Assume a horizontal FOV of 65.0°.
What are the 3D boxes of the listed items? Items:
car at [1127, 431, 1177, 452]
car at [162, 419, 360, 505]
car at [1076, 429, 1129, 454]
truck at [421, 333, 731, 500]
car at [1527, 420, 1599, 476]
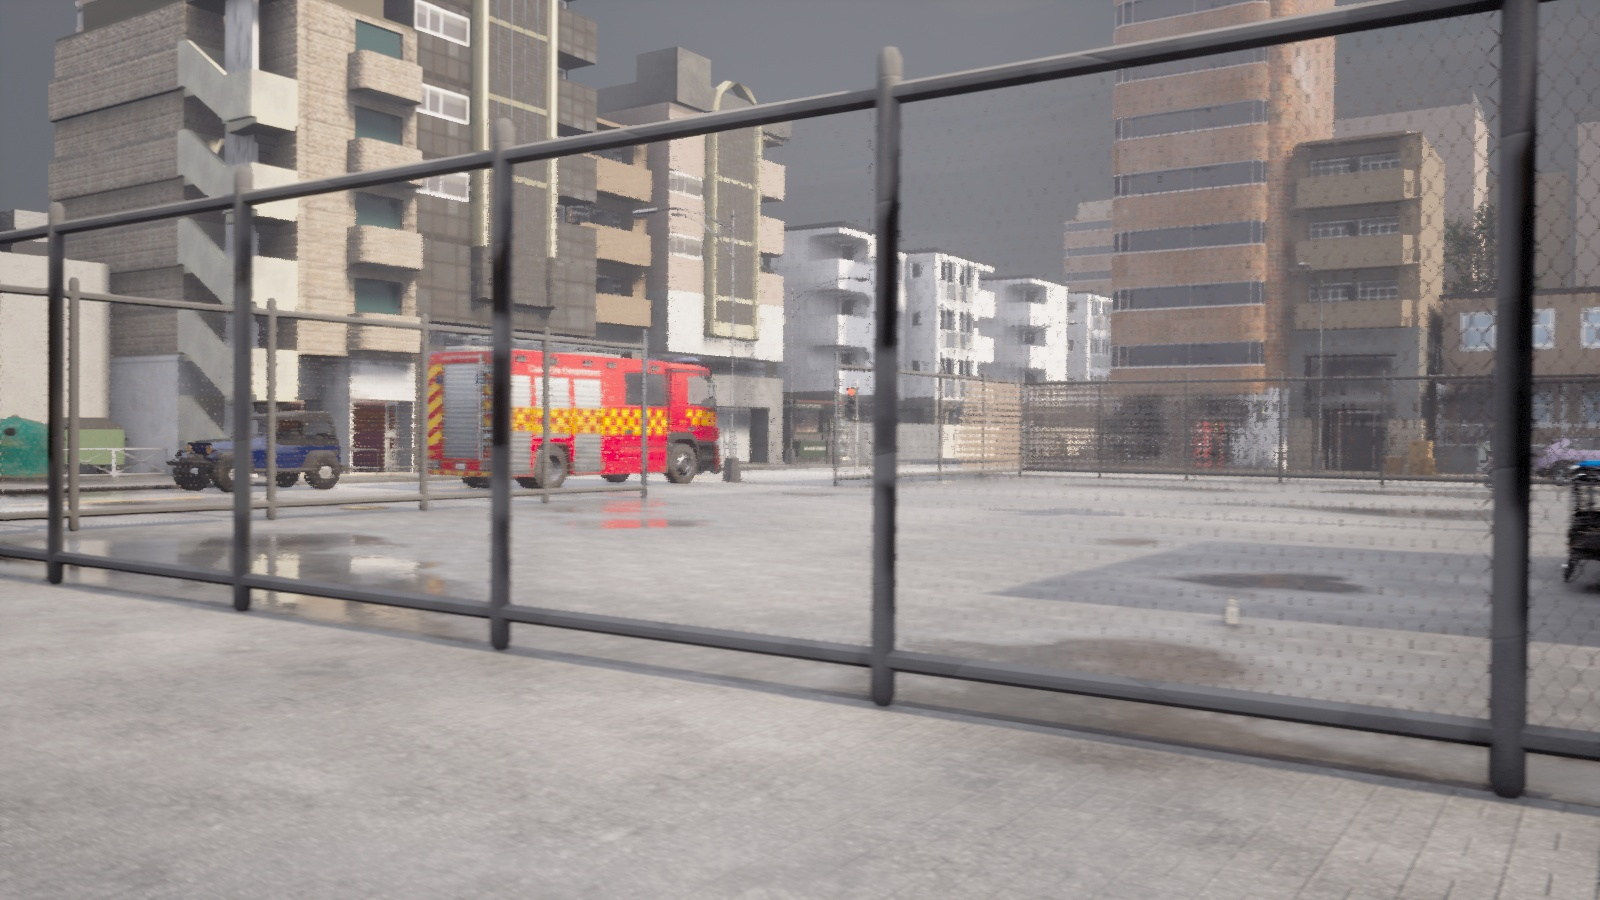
[{"bbox_3d":[23.735,-0.573,84.524,1.994,1.385,4.181,0,1,34],"label":"car"},{"bbox_3d":[-12.665,0.237,29.690,1.905,1.878,3.866,0,1,34],"label":"car"},{"bbox_3d":[18.496,-0.517,76.648,1.970,1.475,3.806,0,1,33],"label":"car"},{"bbox_3d":[-5.582,-0.835,33.149,2.891,3.827,8.468,0,1,34],"label":"truck"},{"bbox_3d":[24.613,-0.074,37.511,4.856,1.649,2.033,0,1,35],"label":"car"}]
